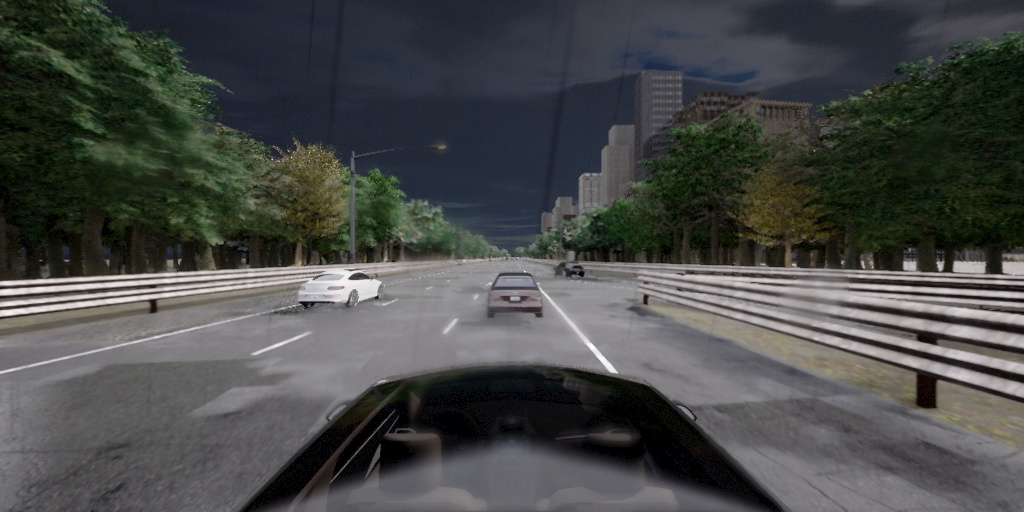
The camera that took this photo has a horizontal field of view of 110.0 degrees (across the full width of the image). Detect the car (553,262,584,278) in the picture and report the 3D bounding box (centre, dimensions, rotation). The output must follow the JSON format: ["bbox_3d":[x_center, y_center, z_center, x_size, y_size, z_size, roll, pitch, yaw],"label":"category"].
[{"bbox_3d":[5.540,1.339,35.435,1.837,1.490,4.892,-1,0,-13],"label":"car"}]

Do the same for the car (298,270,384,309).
[{"bbox_3d":[-6.897,1.285,14.860,1.812,1.442,4.674,0,0,0],"label":"car"}]

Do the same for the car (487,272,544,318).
[{"bbox_3d":[0.105,1.304,13.065,2.033,1.411,5.357,0,0,0],"label":"car"}]
